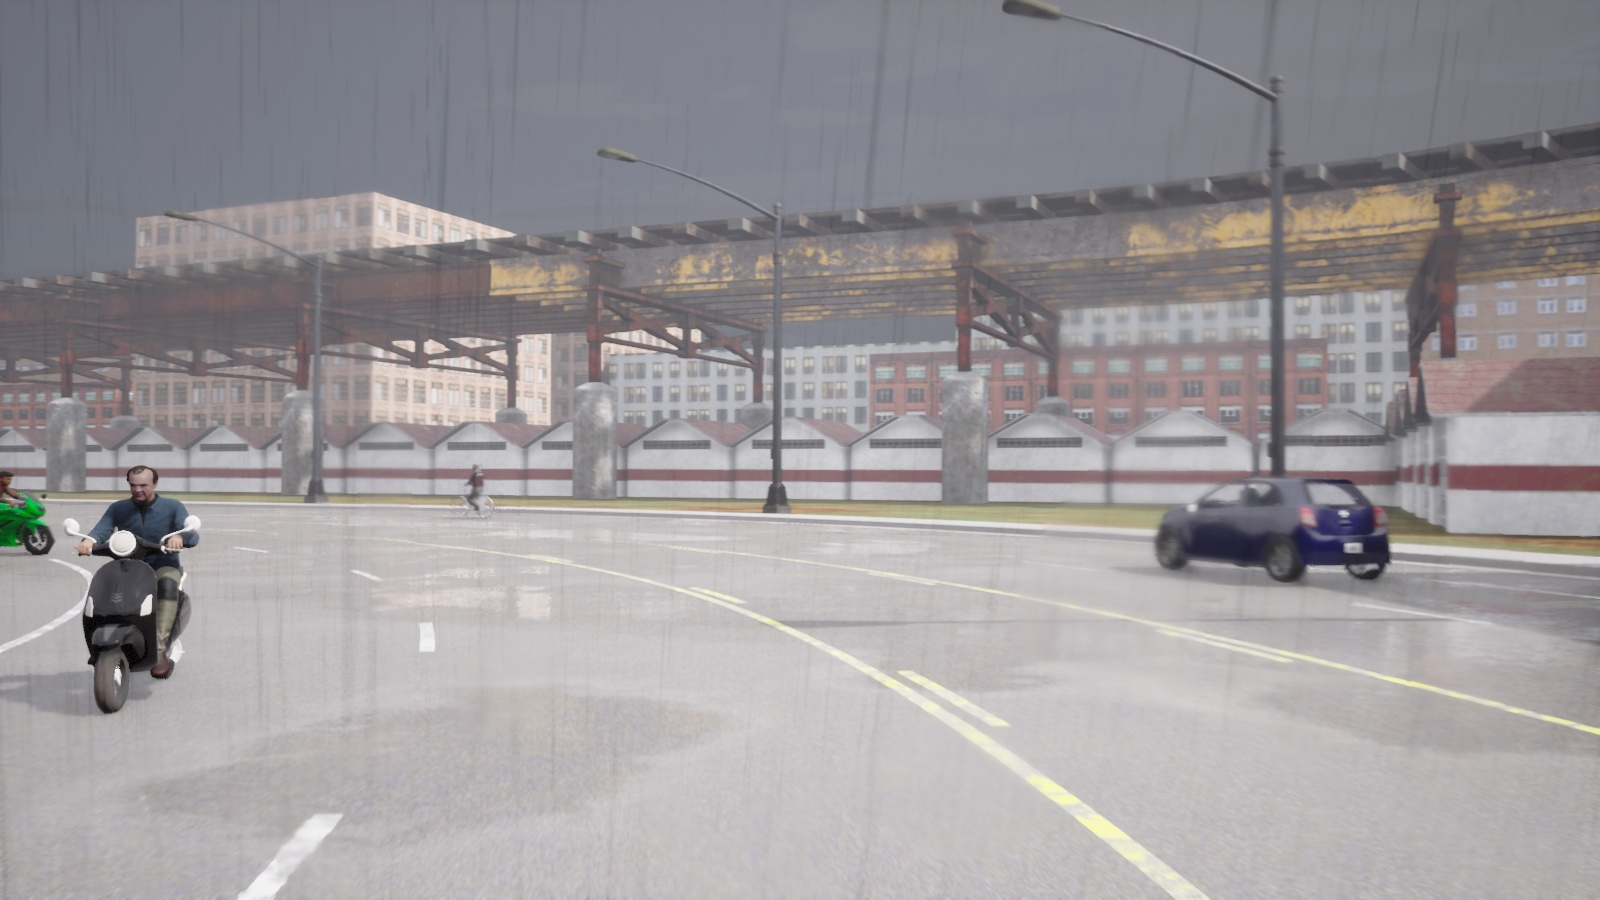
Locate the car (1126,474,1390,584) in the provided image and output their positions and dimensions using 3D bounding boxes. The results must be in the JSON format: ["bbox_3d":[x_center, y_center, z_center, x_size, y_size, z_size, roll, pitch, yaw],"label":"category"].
[{"bbox_3d":[6.856,1.117,19.184,1.845,1.501,3.633,0,-1,-21],"label":"car"}]

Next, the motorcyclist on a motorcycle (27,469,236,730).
[{"bbox_3d":[-4.561,0.936,8.717,0.866,1.590,1.817,0,-1,-14],"label":"motorcyclist on a motorcycle"}]

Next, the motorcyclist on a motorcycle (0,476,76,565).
[{"bbox_3d":[-14.185,1.242,22.411,2.044,1.523,0.797,0,1,2],"label":"motorcyclist on a motorcycle"}]

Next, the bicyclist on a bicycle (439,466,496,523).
[{"bbox_3d":[-10.625,1.409,40.086,1.843,1.776,0.659,-1,1,33],"label":"bicyclist on a bicycle"}]
